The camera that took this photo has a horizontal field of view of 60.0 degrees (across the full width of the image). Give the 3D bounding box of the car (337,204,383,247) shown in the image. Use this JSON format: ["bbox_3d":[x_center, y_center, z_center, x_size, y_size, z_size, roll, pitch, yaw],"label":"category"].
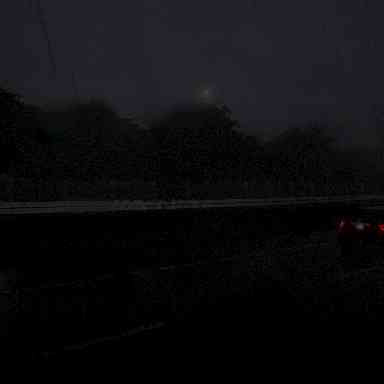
[{"bbox_3d":[8.135,1.358,13.858,4.553,1.767,2.097,0,0,-35],"label":"car"}]
